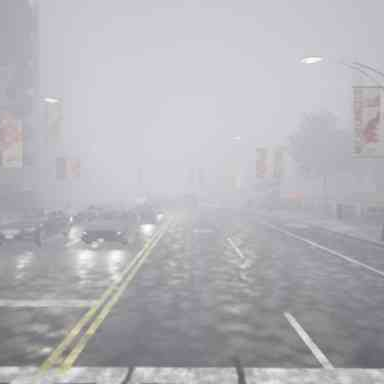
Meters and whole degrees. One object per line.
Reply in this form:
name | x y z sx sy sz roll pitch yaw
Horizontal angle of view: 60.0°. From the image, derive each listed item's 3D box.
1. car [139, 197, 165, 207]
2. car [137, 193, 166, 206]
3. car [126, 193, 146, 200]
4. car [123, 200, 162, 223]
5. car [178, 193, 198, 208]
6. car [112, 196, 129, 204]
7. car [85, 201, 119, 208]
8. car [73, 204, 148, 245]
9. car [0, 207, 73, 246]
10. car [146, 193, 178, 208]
car | -4.272 1.535 35.147 1.994 1.385 4.181 0 0 -10
car | -6.928 1.175 56.465 2.150 2.045 5.566 0 0 -43
car | -9.655 1.177 54.270 2.150 2.045 5.566 0 0 -43
car | -3.617 1.543 25.078 1.994 1.385 4.181 0 0 0
car | -1.203 1.182 47.644 2.150 2.045 5.566 0 0 -29
car | -7.785 1.497 34.829 1.812 1.442 4.674 0 0 -10
car | -7.116 1.580 24.660 1.895 1.301 4.718 0 0 0
car | -3.611 1.534 15.861 2.033 1.411 5.357 0 0 0
car | -7.108 1.479 15.391 2.128 1.511 4.902 0 0 0
car | -4.247 1.314 45.942 2.097 1.767 4.553 0 0 -29
